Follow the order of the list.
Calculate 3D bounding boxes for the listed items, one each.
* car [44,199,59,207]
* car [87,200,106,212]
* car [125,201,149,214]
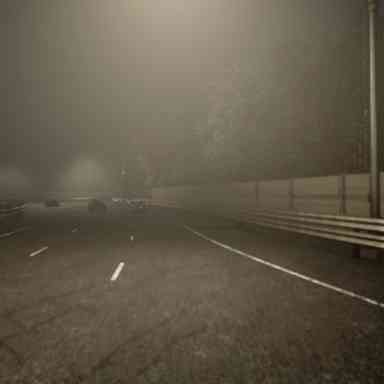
[{"bbox_3d":[-24.883,1.947,58.945,1.812,1.442,4.674,0,0,-34],"label":"car"},{"bbox_3d":[-12.143,1.766,42.449,1.812,1.442,4.674,0,0,-23],"label":"car"},{"bbox_3d":[-6.222,1.711,37.296,2.033,1.411,5.357,-1,0,-20],"label":"car"}]
